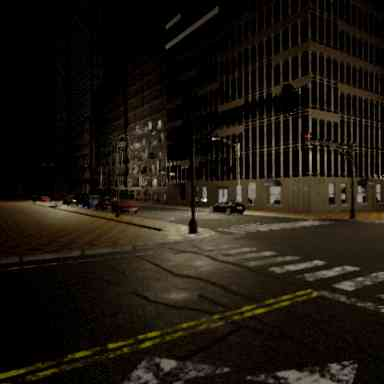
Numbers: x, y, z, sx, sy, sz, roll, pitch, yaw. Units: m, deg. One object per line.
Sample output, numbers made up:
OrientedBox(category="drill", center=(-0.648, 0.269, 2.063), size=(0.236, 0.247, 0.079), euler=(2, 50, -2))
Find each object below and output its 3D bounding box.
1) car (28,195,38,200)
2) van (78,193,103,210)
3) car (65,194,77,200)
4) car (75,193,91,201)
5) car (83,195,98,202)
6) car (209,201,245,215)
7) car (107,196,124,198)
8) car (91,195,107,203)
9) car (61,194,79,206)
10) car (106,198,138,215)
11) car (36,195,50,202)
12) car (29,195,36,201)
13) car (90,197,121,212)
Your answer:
OrientedBox(category="car", center=(-40.933, 1.452, 85.712), size=(1.802, 1.307, 4.206), euler=(0, 0, -34))
OrientedBox(category="van", center=(-13.313, 1.361, 44.075), size=(1.690, 1.788, 3.998), euler=(-1, 0, -34))
OrientedBox(category="car", center=(-31.056, 1.359, 85.370), size=(2.008, 1.369, 4.403), euler=(0, 0, -34))
OrientedBox(category="car", center=(-24.901, 1.158, 76.147), size=(2.192, 1.841, 5.009), euler=(-1, 0, -34))
OrientedBox(category="car", center=(-21.916, 1.385, 71.678), size=(1.752, 1.417, 4.829), euler=(-1, 0, -34))
OrientedBox(category="car", center=(3.510, 1.545, 33.446), size=(1.947, 1.339, 4.313), euler=(-1, 0, -34))
OrientedBox(category="car", center=(-12.681, 1.433, 57.845), size=(1.752, 1.417, 4.829), euler=(-1, 0, -34))
OrientedBox(category="car", center=(-18.743, 1.422, 66.926), size=(1.887, 1.381, 4.507), euler=(-1, 0, -34))
OrientedBox(category="car", center=(-19.383, 1.516, 53.169), size=(1.752, 1.417, 4.829), euler=(-1, 0, -34))
OrientedBox(category="car", center=(-7.147, 1.628, 34.842), size=(1.802, 1.307, 4.206), euler=(-1, 0, -34))
OrientedBox(category="car", center=(-31.806, 1.470, 71.780), size=(1.887, 1.381, 4.507), euler=(-1, 0, -34))
OrientedBox(category="car", center=(-37.851, 1.455, 81.095), size=(1.947, 1.339, 4.313), euler=(0, 0, -34))
OrientedBox(category="car", center=(-10.229, 1.615, 39.459), size=(1.802, 1.307, 4.206), euler=(-1, 0, -34))
